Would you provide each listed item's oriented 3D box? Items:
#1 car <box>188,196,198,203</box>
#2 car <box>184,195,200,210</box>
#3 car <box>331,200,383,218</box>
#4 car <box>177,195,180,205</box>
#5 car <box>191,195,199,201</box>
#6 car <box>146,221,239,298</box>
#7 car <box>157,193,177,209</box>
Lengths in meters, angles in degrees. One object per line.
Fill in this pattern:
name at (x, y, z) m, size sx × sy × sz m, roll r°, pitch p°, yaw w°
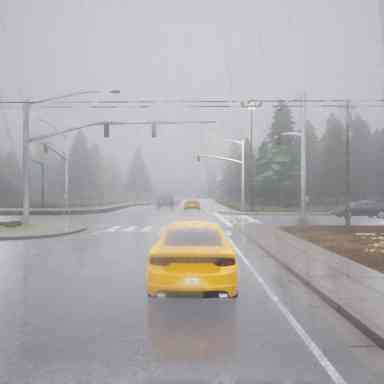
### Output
car at (0.297, 1.537, 72.776) m, size 2.033 × 1.411 × 5.357 m, roll 0°, pitch 0°, yaw 2°
car at (0.017, 1.478, 42.215) m, size 1.882 × 1.535 × 5.008 m, roll 0°, pitch 0°, yaw 0°
car at (14.910, 1.531, 29.530) m, size 4.892 × 1.490 × 1.837 m, roll 0°, pitch 0°, yaw 1°
car at (-3.540, 1.352, 55.991) m, size 2.097 × 1.767 × 4.553 m, roll 0°, pitch 0°, yaw 0°
car at (0.696, 1.442, 83.168) m, size 1.837 × 1.490 × 4.892 m, roll 0°, pitch 0°, yaw 2°
car at (0.049, 1.474, 8.552) m, size 1.882 × 1.535 × 5.008 m, roll 0°, pitch 0°, yaw 1°
car at (-3.595, 1.221, 45.697) m, size 2.150 × 2.045 × 5.566 m, roll 0°, pitch 0°, yaw -1°
